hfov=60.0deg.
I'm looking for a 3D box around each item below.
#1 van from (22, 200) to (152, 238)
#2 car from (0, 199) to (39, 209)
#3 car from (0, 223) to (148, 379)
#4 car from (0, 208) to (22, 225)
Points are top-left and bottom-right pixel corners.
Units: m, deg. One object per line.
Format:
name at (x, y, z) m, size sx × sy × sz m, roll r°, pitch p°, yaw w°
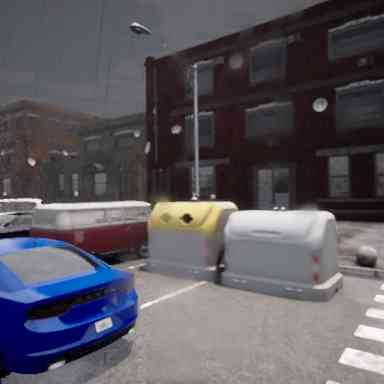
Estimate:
van at (-2.949, 1.330, 11.198) m, size 1.878 × 1.987 × 4.442 m, roll 0°, pitch 0°, yaw 35°
car at (-9.773, 1.360, 15.883) m, size 2.435 × 2.045 × 5.566 m, roll 0°, pitch 0°, yaw 35°
car at (-3.118, 1.528, 5.599) m, size 5.008 × 1.535 × 1.882 m, roll -1°, pitch 0°, yaw 35°
car at (-7.527, 1.624, 14.281) m, size 2.163 × 1.488 × 4.792 m, roll 0°, pitch 0°, yaw 35°
